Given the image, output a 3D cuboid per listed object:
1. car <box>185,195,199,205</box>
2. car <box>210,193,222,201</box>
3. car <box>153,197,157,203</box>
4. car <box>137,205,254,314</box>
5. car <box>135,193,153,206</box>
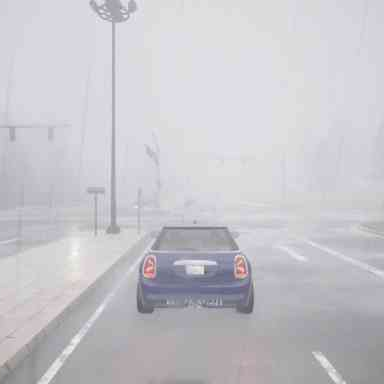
[{"bbox_3d":[-0.157,1.526,54.615,1.812,1.442,4.674,0,0,-1],"label":"car"},{"bbox_3d":[6.362,1.215,84.906,2.150,2.045,5.566,0,0,-1],"label":"car"},{"bbox_3d":[-8.364,1.548,65.589,2.033,1.411,5.357,0,0,0],"label":"car"},{"bbox_3d":[0.071,1.352,7.796,2.097,1.767,4.553,0,0,0],"label":"car"},{"bbox_3d":[-8.266,1.352,55.975,2.097,1.767,4.553,0,0,-1],"label":"car"}]
